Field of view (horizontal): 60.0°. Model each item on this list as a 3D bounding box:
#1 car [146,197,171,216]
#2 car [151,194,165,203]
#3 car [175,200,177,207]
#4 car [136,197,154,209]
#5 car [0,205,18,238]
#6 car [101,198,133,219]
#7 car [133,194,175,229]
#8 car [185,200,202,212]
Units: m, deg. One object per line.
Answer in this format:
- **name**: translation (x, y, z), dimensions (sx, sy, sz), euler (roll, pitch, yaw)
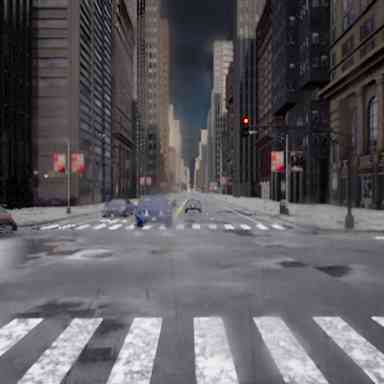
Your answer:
- **car**: translation (-3.323, 1.388, 33.918), dimensions (2.097, 1.767, 4.553), euler (0, 0, 0)
- **car**: translation (-6.457, 1.204, 63.886), dimensions (2.097, 1.767, 4.553), euler (0, 0, 0)
- **car**: translation (-3.312, 1.571, 49.711), dimensions (1.812, 1.442, 4.674), euler (0, 0, 1)
- **car**: translation (-6.562, 1.548, 47.258), dimensions (1.837, 1.490, 4.892), euler (0, 0, 0)
- **car**: translation (-11.099, 1.429, 16.117), dimensions (4.553, 1.767, 2.097), euler (-1, -1, -41)
- **car**: translation (-6.578, 1.384, 29.819), dimensions (2.097, 1.767, 4.553), euler (0, 0, 0)
- **car**: translation (-2.701, 1.248, 22.436), dimensions (2.150, 2.045, 5.566), euler (0, 0, -10)
- **car**: translation (0.128, 1.586, 38.664), dimensions (2.033, 1.411, 5.357), euler (0, 0, 0)
